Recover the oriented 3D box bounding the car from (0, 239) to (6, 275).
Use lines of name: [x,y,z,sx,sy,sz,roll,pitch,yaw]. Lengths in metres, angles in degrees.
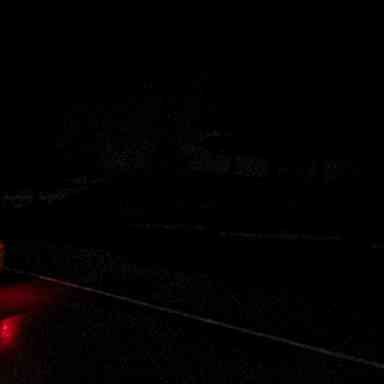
car: [-6.755,1.422,8.518,5.008,1.535,1.882,0,0,34]
